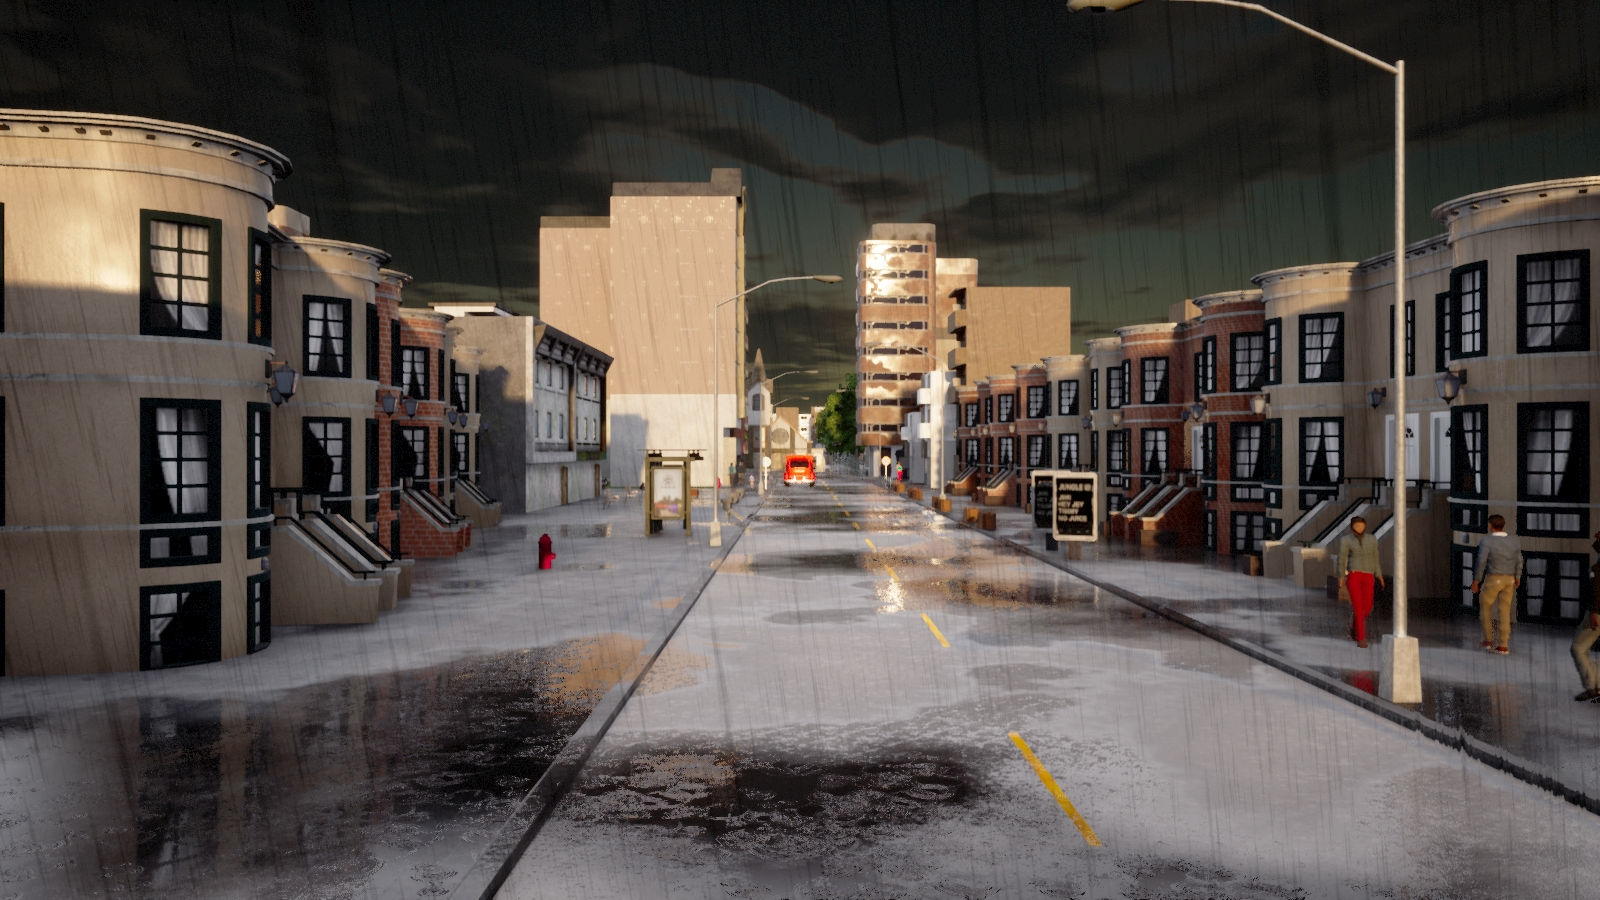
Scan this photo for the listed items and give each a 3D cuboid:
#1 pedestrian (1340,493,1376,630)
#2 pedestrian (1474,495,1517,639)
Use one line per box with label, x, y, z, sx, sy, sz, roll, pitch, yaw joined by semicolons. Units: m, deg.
pedestrian;7.745;1.532;15.858;0.375;1.860;0.375;0;0;13
pedestrian;9.206;1.531;15.129;0.375;1.860;0.375;0;0;8
